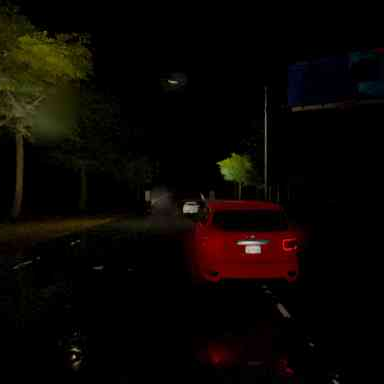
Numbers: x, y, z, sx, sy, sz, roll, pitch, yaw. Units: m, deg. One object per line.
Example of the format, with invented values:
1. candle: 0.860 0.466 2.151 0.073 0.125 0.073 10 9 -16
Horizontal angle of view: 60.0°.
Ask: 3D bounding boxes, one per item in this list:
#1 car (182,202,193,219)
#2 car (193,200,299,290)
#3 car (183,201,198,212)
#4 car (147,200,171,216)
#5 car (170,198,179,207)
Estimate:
1. car: -0.048 1.820 36.210 1.812 1.442 4.674 0 -1 0
2. car: 1.195 1.239 9.234 2.150 2.045 5.566 0 0 0
3. car: -0.134 1.994 45.871 1.994 1.385 4.181 0 -1 1
4. car: -3.721 1.845 36.428 2.033 1.411 5.357 0 -1 0
5. car: -3.718 1.999 66.271 2.097 1.767 4.553 0 0 0
